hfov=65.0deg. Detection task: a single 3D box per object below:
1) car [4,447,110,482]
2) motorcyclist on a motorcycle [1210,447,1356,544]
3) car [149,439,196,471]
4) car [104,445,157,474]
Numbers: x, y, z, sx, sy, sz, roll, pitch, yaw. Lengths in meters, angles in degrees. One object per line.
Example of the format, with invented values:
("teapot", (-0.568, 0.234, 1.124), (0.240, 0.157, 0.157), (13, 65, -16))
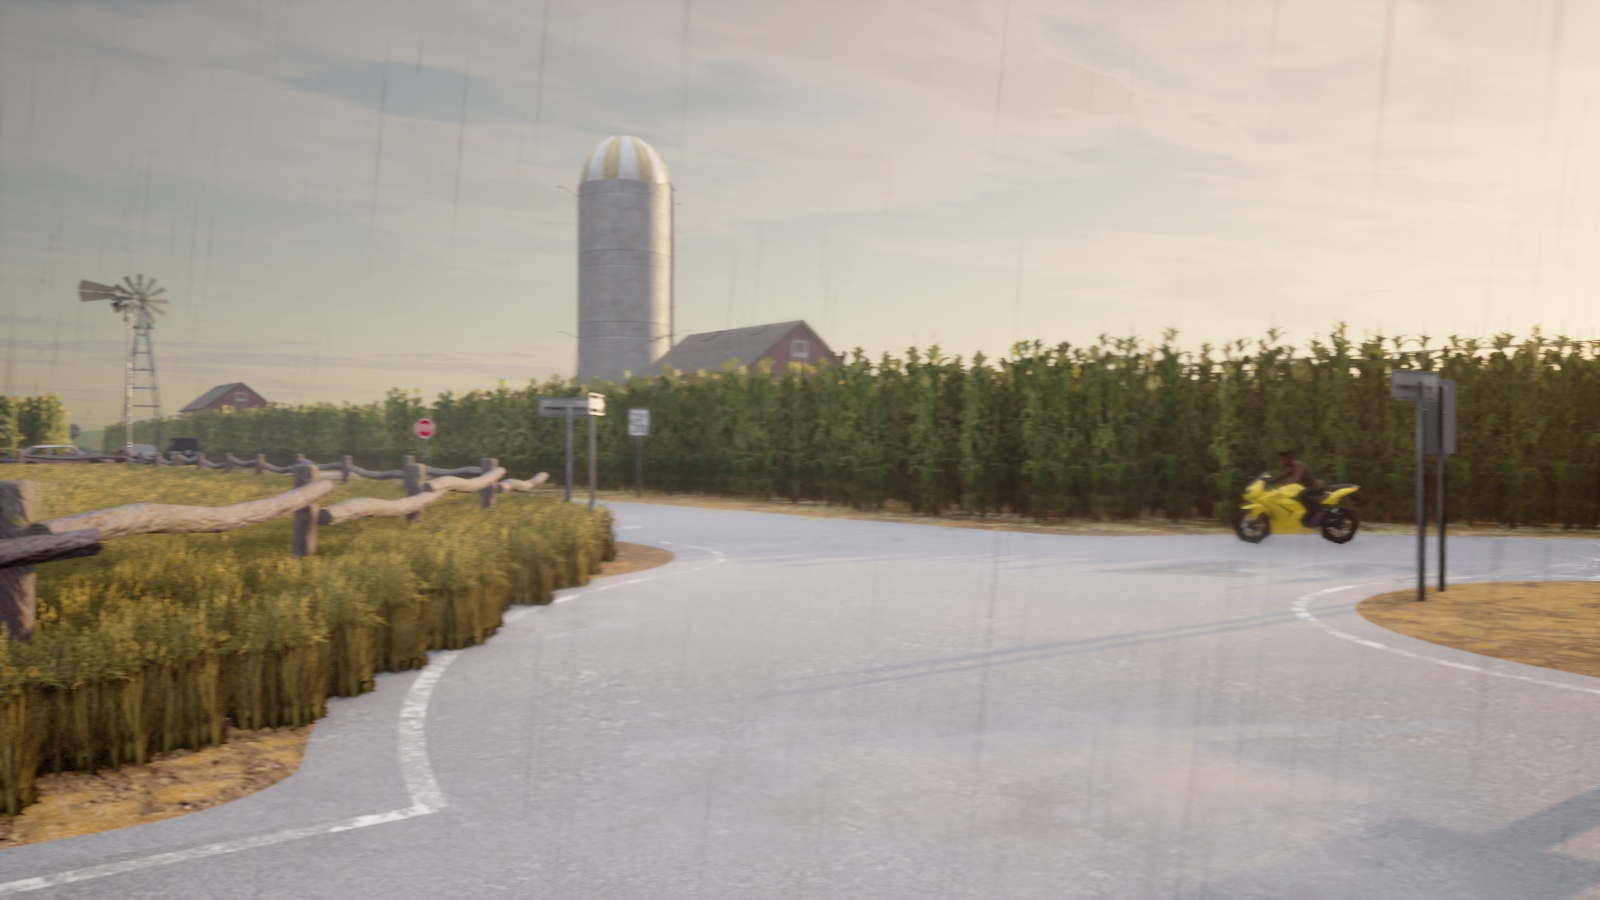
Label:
("car", (-32.631, 0.604, 55.201), (3.806, 1.475, 1.970), (-1, 0, -37))
("motorcyclist on a motorcycle", (7.748, 0.724, 20.208), (2.044, 1.523, 0.797), (0, 0, 0))
("car", (-38.011, 0.297, 75.982), (1.905, 1.878, 3.866), (0, 1, -37))
("car", (-37.131, 0.495, 69.598), (1.882, 1.535, 5.008), (0, 0, -37))
